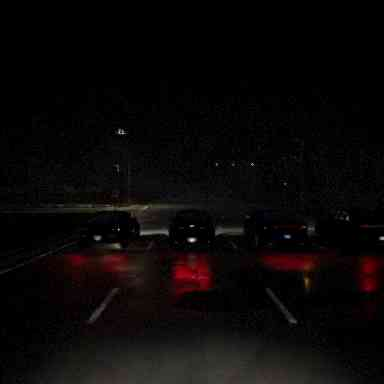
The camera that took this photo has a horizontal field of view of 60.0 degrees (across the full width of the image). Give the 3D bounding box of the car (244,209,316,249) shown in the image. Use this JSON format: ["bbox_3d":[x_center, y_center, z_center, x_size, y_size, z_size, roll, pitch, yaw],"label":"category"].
[{"bbox_3d":[3.500,1.482,14.650,1.882,1.535,5.008,0,0,0],"label":"car"}]

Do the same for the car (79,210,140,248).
[{"bbox_3d":[-3.500,1.530,14.650,1.812,1.442,4.674,0,0,0],"label":"car"}]

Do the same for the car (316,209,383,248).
[{"bbox_3d":[7.000,1.492,14.650,2.128,1.511,4.902,0,0,0],"label":"car"}]

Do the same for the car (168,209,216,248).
[{"bbox_3d":[0.000,1.513,14.650,1.837,1.490,4.892,0,0,0],"label":"car"}]
